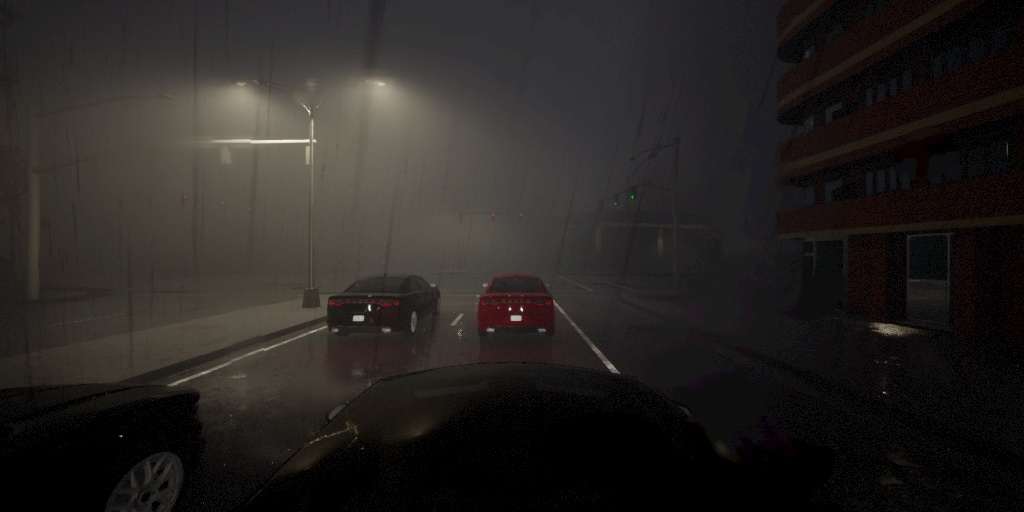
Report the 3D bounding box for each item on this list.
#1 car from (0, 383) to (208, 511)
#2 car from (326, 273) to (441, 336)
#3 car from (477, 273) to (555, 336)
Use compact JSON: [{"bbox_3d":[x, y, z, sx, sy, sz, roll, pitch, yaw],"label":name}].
[{"bbox_3d":[-3.409,1.228,0.838,1.882,1.535,5.008,0,0,0],"label":"car"},{"bbox_3d":[-3.384,1.228,10.411,1.882,1.535,5.008,0,0,0],"label":"car"},{"bbox_3d":[0.121,1.228,10.421,1.882,1.535,5.008,0,0,1],"label":"car"}]
